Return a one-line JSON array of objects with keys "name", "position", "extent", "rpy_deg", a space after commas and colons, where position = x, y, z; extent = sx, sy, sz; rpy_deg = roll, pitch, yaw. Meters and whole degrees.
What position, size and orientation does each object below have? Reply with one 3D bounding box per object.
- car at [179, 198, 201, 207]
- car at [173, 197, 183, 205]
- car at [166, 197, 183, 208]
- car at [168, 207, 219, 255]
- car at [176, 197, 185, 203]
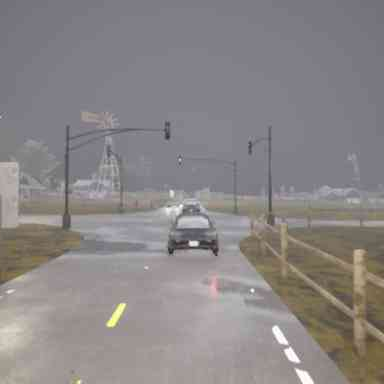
[{"name": "car", "position": [-0.057, 1.612, 34.582], "extent": [1.812, 1.442, 4.674], "rpy_deg": [0, 0, 0]}, {"name": "car", "position": [-2.837, 1.778, 66.813], "extent": [1.837, 1.490, 4.892], "rpy_deg": [0, 0, 0]}, {"name": "car", "position": [-2.884, 1.777, 51.436], "extent": [1.895, 1.301, 4.718], "rpy_deg": [0, 0, 0]}, {"name": "car", "position": [0.025, 1.548, 13.318], "extent": [1.812, 1.442, 4.674], "rpy_deg": [0, 0, -1]}, {"name": "car", "position": [-2.839, 1.856, 82.230], "extent": [2.033, 1.411, 5.357], "rpy_deg": [0, 0, 0]}]
